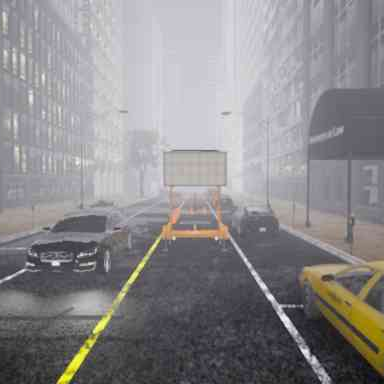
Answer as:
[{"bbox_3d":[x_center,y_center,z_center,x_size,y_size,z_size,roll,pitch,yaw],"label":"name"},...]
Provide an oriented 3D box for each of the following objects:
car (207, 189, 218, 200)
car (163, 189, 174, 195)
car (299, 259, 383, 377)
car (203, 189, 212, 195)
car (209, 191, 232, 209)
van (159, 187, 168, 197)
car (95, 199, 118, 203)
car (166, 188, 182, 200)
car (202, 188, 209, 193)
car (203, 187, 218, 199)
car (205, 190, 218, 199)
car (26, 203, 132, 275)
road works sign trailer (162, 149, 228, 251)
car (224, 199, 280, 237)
[{"bbox_3d":[3.054,0.720,38.190,1.887,1.381,4.507,0,1,1],"label":"car"},{"bbox_3d":[-4.996,-0.024,72.452,2.008,1.369,4.403,0,1,1],"label":"car"},{"bbox_3d":[2.725,1.431,4.181,1.752,1.417,4.829,0,1,1],"label":"car"},{"bbox_3d":[3.384,-0.033,72.369,1.887,1.381,4.507,0,1,1],"label":"car"},{"bbox_3d":[2.999,0.865,32.494,1.947,1.339,4.313,0,1,1],"label":"car"},{"bbox_3d":[-5.108,0.019,61.058,1.690,1.788,3.998,0,1,1],"label":"van"},{"bbox_3d":[-5.491,1.129,21.188,1.802,1.307,4.206,0,1,1],"label":"car"},{"bbox_3d":[-2.575,0.440,52.042,1.994,1.385,4.181,0,1,1],"label":"car"},{"bbox_3d":[3.551,-0.441,89.629,1.752,1.417,4.829,0,1,1],"label":"car"},{"bbox_3d":[3.163,0.241,49.578,2.192,1.841,5.009,0,1,1],"label":"car"},{"bbox_3d":[3.219,0.345,55.279,1.887,1.381,4.507,0,1,1],"label":"car"},{"bbox_3d":[-3.006,1.294,9.812,1.837,1.490,4.892,0,1,1],"label":"car"},{"bbox_3d":[0.120,0.189,12.694,2.380,3.560,2.880,0,1,1],"label":"road works sign trailer"},{"bbox_3d":[2.834,1.217,15.403,2.008,1.369,4.403,0,1,1],"label":"car"}]
